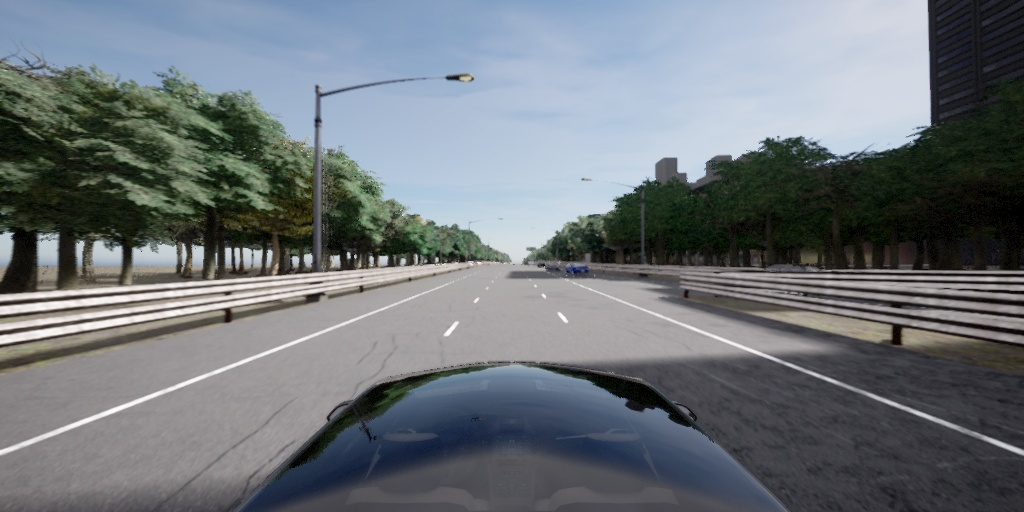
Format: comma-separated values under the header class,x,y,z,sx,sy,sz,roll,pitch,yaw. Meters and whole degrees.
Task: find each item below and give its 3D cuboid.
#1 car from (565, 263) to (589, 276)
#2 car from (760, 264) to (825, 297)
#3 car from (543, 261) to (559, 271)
class,x,y,z,sx,sy,sz,roll,pitch,yaw
car,8.154,1.622,45.297,1.882,1.535,5.008,0,0,-7
car,15.235,1.273,20.409,2.097,1.767,4.553,1,-1,-21
car,6.808,1.849,60.492,1.895,1.301,4.718,0,0,1
